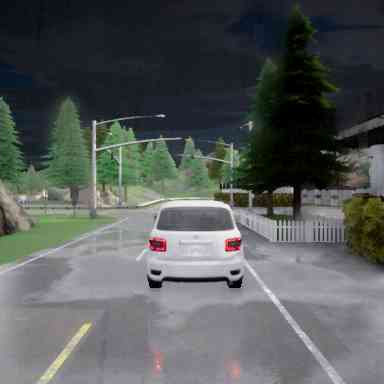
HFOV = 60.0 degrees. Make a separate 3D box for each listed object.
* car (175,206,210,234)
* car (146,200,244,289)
[{"bbox_3d":[0.010,1.601,20.322,1.895,1.301,4.718,0,0,0],"label":"car"},{"bbox_3d":[0.063,1.223,9.312,2.150,2.045,5.566,0,0,0],"label":"car"}]
